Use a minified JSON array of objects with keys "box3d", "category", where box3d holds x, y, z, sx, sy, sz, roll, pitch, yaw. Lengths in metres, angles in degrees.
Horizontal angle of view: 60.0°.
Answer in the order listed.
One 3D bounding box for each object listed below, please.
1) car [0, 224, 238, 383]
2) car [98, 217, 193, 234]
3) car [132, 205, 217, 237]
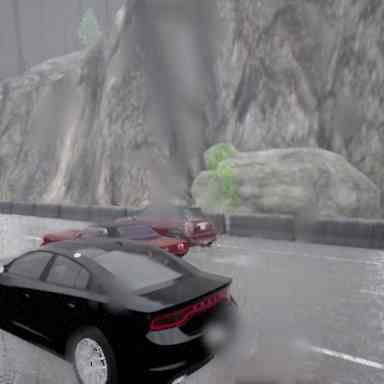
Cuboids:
[{"box3d":[-1.730,1.461,5.225,5.008,1.535,1.882,0,0,35],"category":"car"},{"box3d":[-2.518,1.564,10.086,4.718,1.301,1.895,0,0,35],"category":"car"},{"box3d":[-1.321,1.309,13.530,4.553,1.767,2.097,0,0,35],"category":"car"}]
